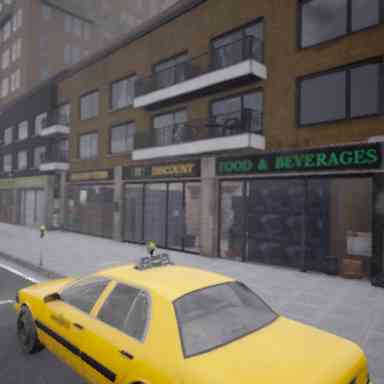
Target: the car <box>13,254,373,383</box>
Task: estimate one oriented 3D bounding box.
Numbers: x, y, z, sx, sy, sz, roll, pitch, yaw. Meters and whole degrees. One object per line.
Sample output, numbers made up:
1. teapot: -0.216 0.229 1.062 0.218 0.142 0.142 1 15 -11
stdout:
1. car: -0.687 1.577 4.328 1.801 1.575 5.366 2 -2 -45
